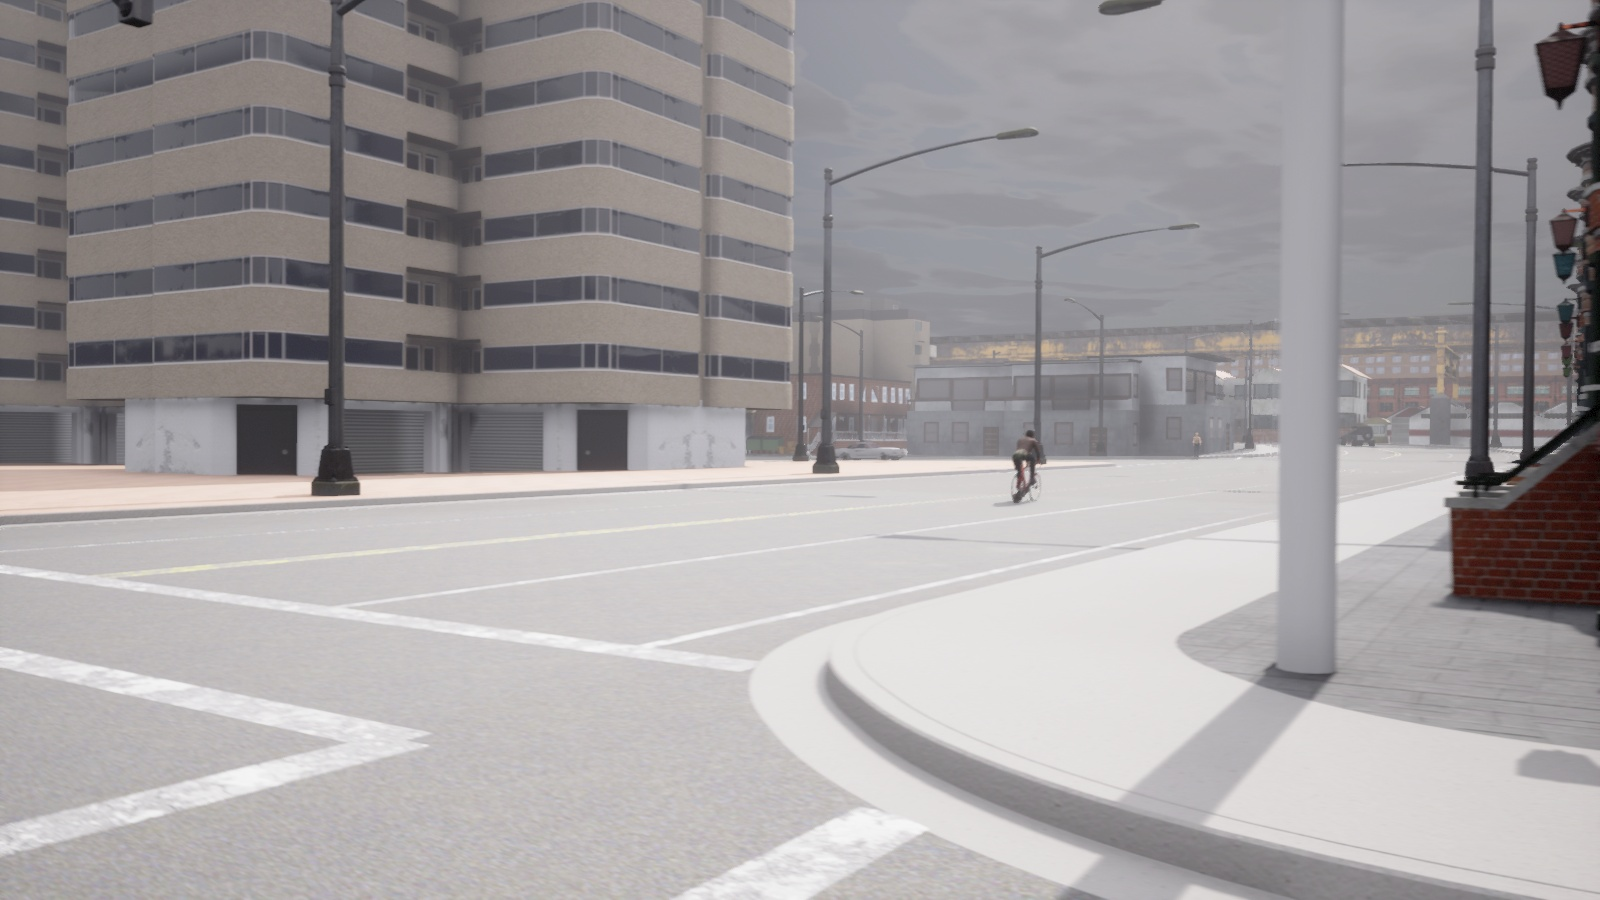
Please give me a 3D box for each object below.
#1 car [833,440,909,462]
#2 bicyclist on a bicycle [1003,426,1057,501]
[{"bbox_3d":[4.717,0.050,83.631,4.718,1.301,1.895,-2,0,31],"label":"car"},{"bbox_3d":[5.123,0.285,27.868,0.582,1.620,1.656,0,1,33],"label":"bicyclist on a bicycle"}]
